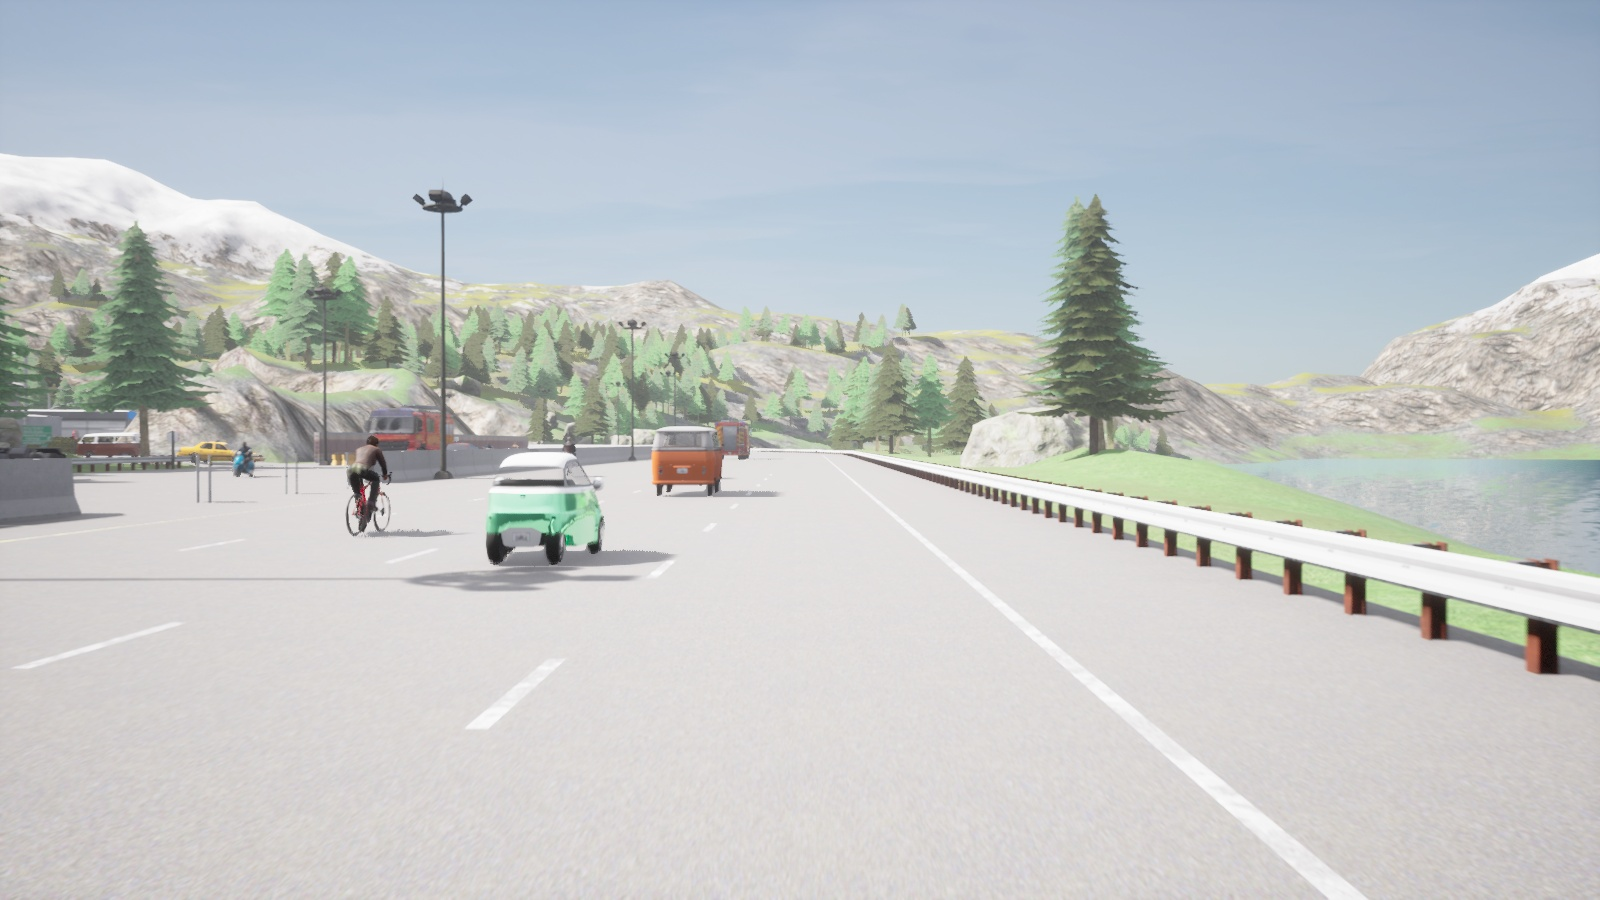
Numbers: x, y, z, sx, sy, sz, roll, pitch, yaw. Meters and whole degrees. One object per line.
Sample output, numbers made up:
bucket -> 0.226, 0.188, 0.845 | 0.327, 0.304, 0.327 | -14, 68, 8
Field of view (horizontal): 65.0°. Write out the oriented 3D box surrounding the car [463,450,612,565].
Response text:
car -> -3.381, 0.705, 16.479 | 1.481, 1.376, 2.207 | 0, 1, 0

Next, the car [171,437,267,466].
car -> -38.120, 0.061, 82.462 | 5.366, 1.575, 1.801 | 3, 1, 1

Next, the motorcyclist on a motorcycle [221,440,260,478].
motorcyclist on a motorcycle -> -24.141, 0.374, 54.248 | 0.866, 1.590, 1.817 | 0, 0, 0

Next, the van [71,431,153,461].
van -> -47.065, -0.249, 86.012 | 4.480, 2.038, 2.069 | 0, 0, 0

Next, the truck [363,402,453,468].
truck -> -23.993, -0.874, 77.393 | 2.891, 3.827, 8.468 | 0, 0, 0

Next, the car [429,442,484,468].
car -> -20.508, 0.284, 75.097 | 1.882, 1.535, 5.008 | 0, 0, 0

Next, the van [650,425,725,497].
van -> -3.249, 0.288, 37.038 | 1.775, 1.987, 4.442 | 0, 0, 0

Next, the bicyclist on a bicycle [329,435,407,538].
bicyclist on a bicycle -> -7.080, 0.577, 20.650 | 0.582, 1.620, 1.656 | 0, 0, 6

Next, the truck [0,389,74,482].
truck -> -31.182, -0.528, 47.394 | 2.891, 3.462, 7.936 | 0, 0, 0
